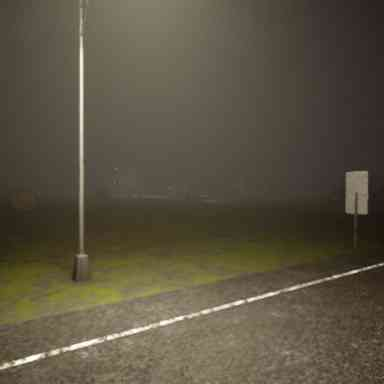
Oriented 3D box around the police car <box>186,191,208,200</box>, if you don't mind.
[{"bbox_3d":[0.940,0.697,58.875,2.038,1.542,4.974,1,0,-32],"label":"police car"}]
